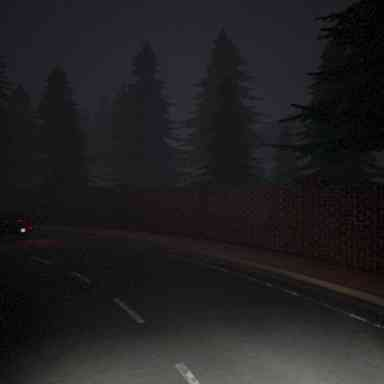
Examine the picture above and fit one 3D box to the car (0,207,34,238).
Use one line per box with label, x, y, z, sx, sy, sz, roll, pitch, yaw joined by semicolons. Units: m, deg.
car;-9.910;1.485;16.170;4.892;1.490;1.837;0;-1;24
